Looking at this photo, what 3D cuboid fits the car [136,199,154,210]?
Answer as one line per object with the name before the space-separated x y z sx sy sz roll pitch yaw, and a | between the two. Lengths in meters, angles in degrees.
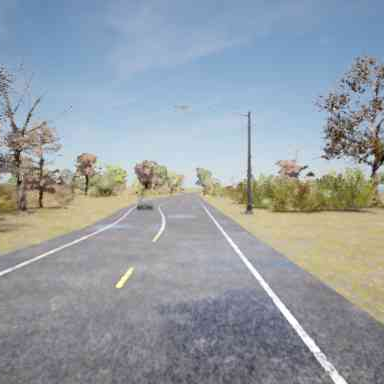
car | -5.754 1.523 40.964 1.994 1.385 4.181 0 0 -7
